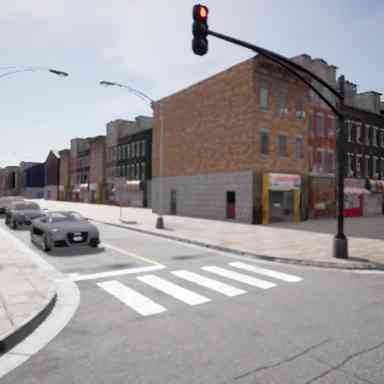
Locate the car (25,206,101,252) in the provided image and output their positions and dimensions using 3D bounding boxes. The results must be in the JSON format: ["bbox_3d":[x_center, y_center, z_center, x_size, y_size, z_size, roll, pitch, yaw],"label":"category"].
[{"bbox_3d":[-5.280,1.486,13.659,1.994,1.385,4.181,1,0,-36],"label":"car"}]

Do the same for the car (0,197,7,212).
[{"bbox_3d":[-22.027,1.347,36.988,2.033,1.411,5.357,1,-1,-35],"label":"car"}]

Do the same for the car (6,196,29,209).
[{"bbox_3d":[-22.120,1.316,42.082,1.882,1.535,5.008,1,-1,-36],"label":"car"}]

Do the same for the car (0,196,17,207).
[{"bbox_3d":[-28.130,1.396,50.432,2.033,1.411,5.357,1,-1,-36],"label":"car"}]

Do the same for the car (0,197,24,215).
[{"bbox_3d":[-16.040,1.288,28.612,1.882,1.535,5.008,1,0,-36],"label":"car"}]

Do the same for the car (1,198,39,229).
[{"bbox_3d":[-10.394,1.364,20.761,1.837,1.490,4.892,1,0,-36],"label":"car"}]
